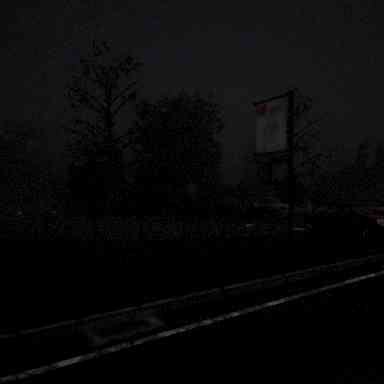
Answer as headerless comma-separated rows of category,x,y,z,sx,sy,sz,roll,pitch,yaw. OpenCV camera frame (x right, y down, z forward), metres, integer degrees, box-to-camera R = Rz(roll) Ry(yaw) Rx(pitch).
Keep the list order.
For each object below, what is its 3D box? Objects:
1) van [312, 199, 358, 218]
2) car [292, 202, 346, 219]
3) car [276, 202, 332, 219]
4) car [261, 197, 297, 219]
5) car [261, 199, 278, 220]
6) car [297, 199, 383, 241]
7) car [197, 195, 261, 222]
van,16.209,1.844,37.792,1.878,1.987,4.442,3,-1,-36
car,13.760,1.965,36.401,1.946,1.575,5.366,3,-1,-36
car,11.601,1.875,34.848,1.946,1.575,5.366,2,-1,-36
car,7.094,1.453,31.340,2.435,2.045,5.566,2,-1,-36
car,4.817,1.636,29.712,2.231,1.521,4.892,2,-1,-36
car,8.098,1.397,16.977,2.185,1.767,4.553,2,-1,-36
car,2.677,1.321,28.129,2.435,2.045,5.566,2,-1,-36
